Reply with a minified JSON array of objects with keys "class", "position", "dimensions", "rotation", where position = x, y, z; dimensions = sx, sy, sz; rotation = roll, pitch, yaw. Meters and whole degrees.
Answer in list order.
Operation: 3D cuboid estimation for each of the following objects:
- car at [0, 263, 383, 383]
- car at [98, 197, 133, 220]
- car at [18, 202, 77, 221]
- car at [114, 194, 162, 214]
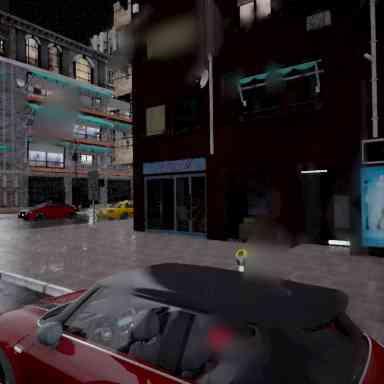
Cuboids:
[{"class":"car","position":[-0.356,1.441,3.206],"dimensions":[4.097,1.590,1.967],"rotation":[0,-1,36]},{"class":"car","position":[-4.619,1.283,24.563],"dimensions":[1.752,1.417,4.829],"rotation":[-1,0,36]},{"class":"car","position":[-11.041,1.452,25.620],"dimensions":[1.994,1.385,4.181],"rotation":[-1,0,36]},{"class":"car","position":[-5.340,1.154,33.360],"dimensions":[2.097,1.767,4.553],"rotation":[-1,0,37]}]
